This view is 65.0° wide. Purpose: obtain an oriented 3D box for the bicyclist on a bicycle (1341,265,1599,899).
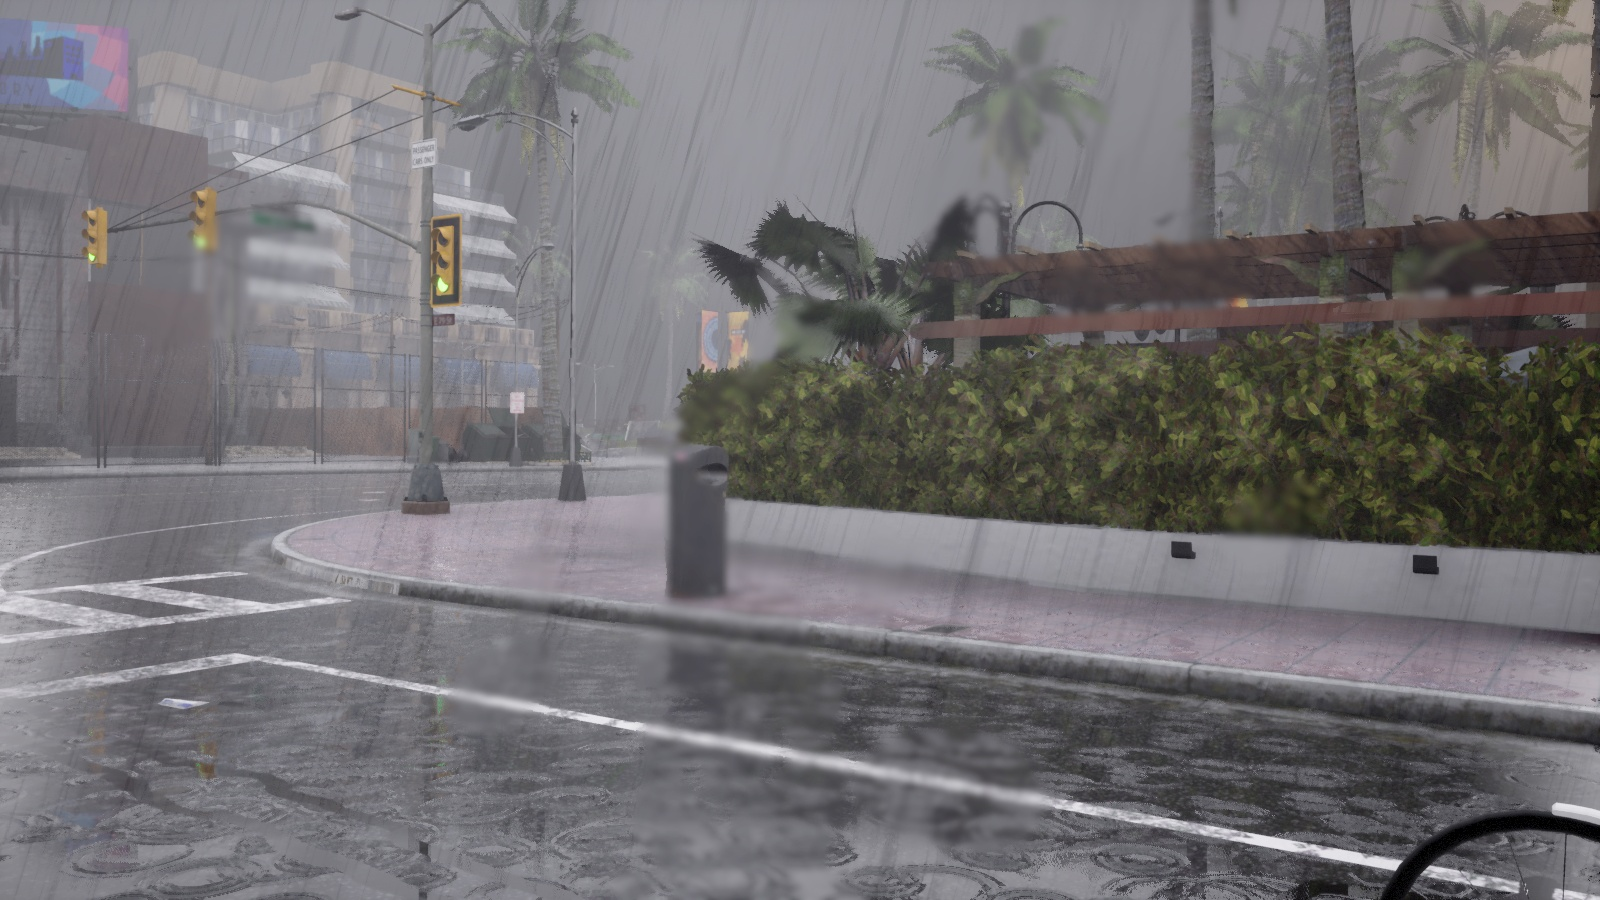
[{"bbox_3d":[2.029,0.553,2.267,1.843,1.776,0.659,0,1,34],"label":"bicyclist on a bicycle"}]
